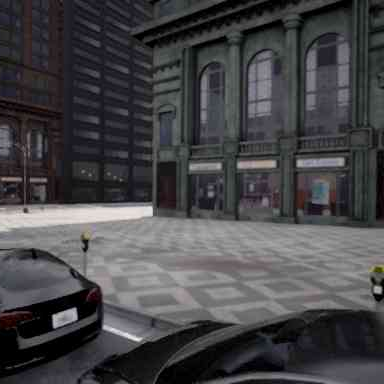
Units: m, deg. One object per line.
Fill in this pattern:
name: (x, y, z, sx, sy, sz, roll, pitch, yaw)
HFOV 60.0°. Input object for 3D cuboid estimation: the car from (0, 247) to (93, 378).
car: (-3.238, 1.566, 5.261, 4.313, 1.339, 1.947, 0, 1, 35)

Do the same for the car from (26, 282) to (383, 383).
car: (0.998, 1.566, 2.240, 4.313, 1.339, 1.947, 0, 1, 35)
